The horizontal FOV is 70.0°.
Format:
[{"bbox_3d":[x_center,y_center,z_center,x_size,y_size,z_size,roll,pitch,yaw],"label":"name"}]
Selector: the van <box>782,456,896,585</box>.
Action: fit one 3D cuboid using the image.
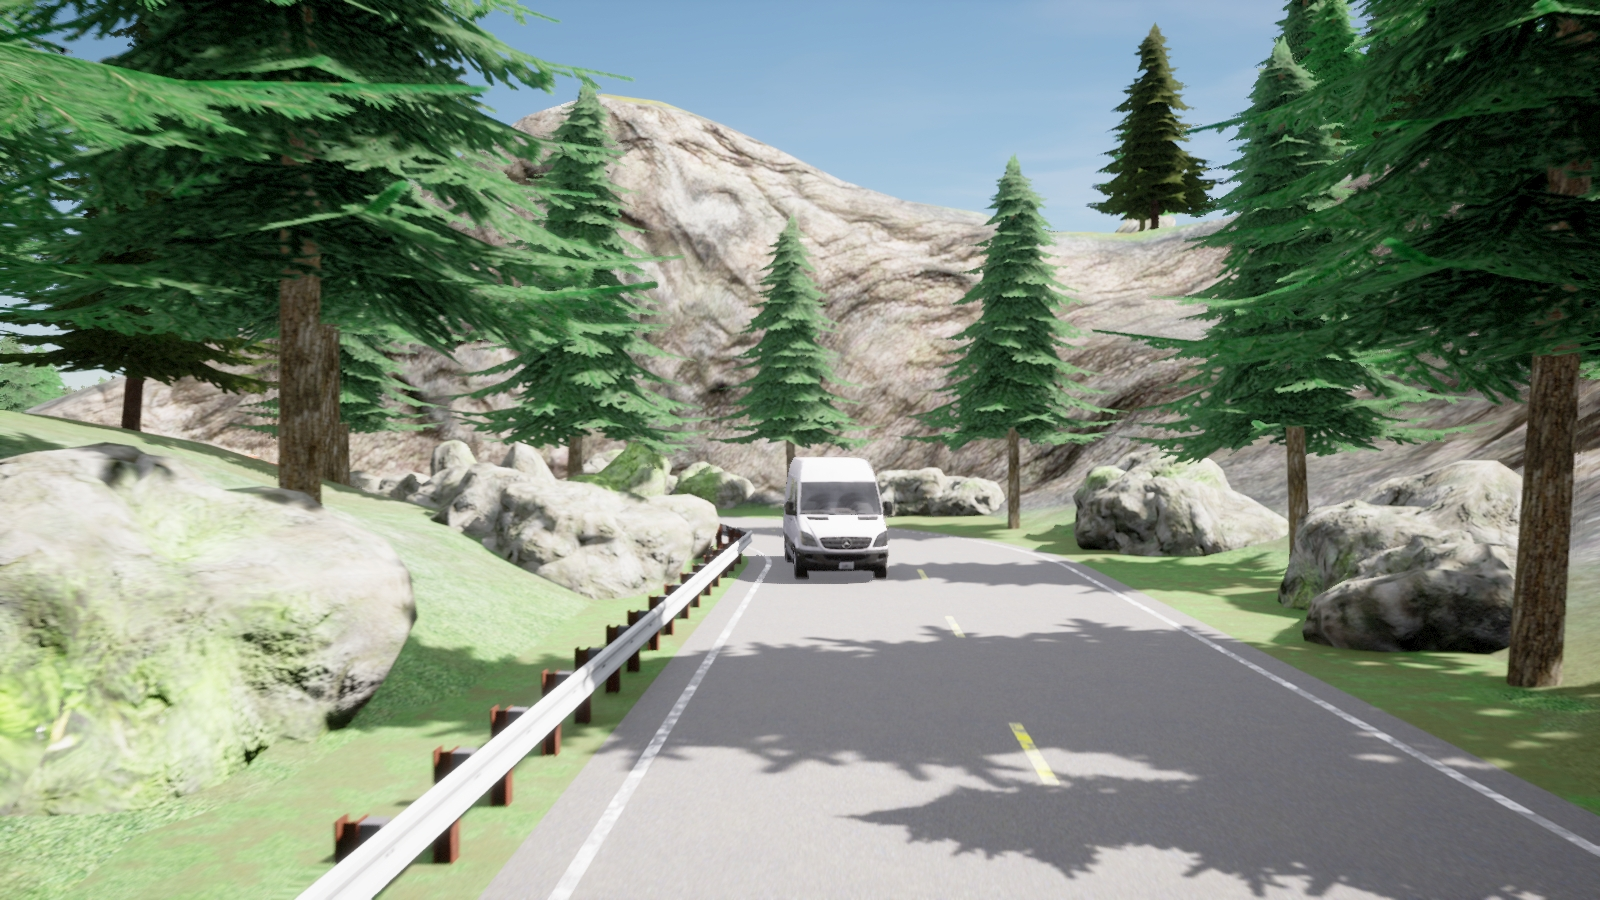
[{"bbox_3d":[0.752,1.453,26.125,1.988,2.561,5.915,0,0,-4],"label":"van"}]
